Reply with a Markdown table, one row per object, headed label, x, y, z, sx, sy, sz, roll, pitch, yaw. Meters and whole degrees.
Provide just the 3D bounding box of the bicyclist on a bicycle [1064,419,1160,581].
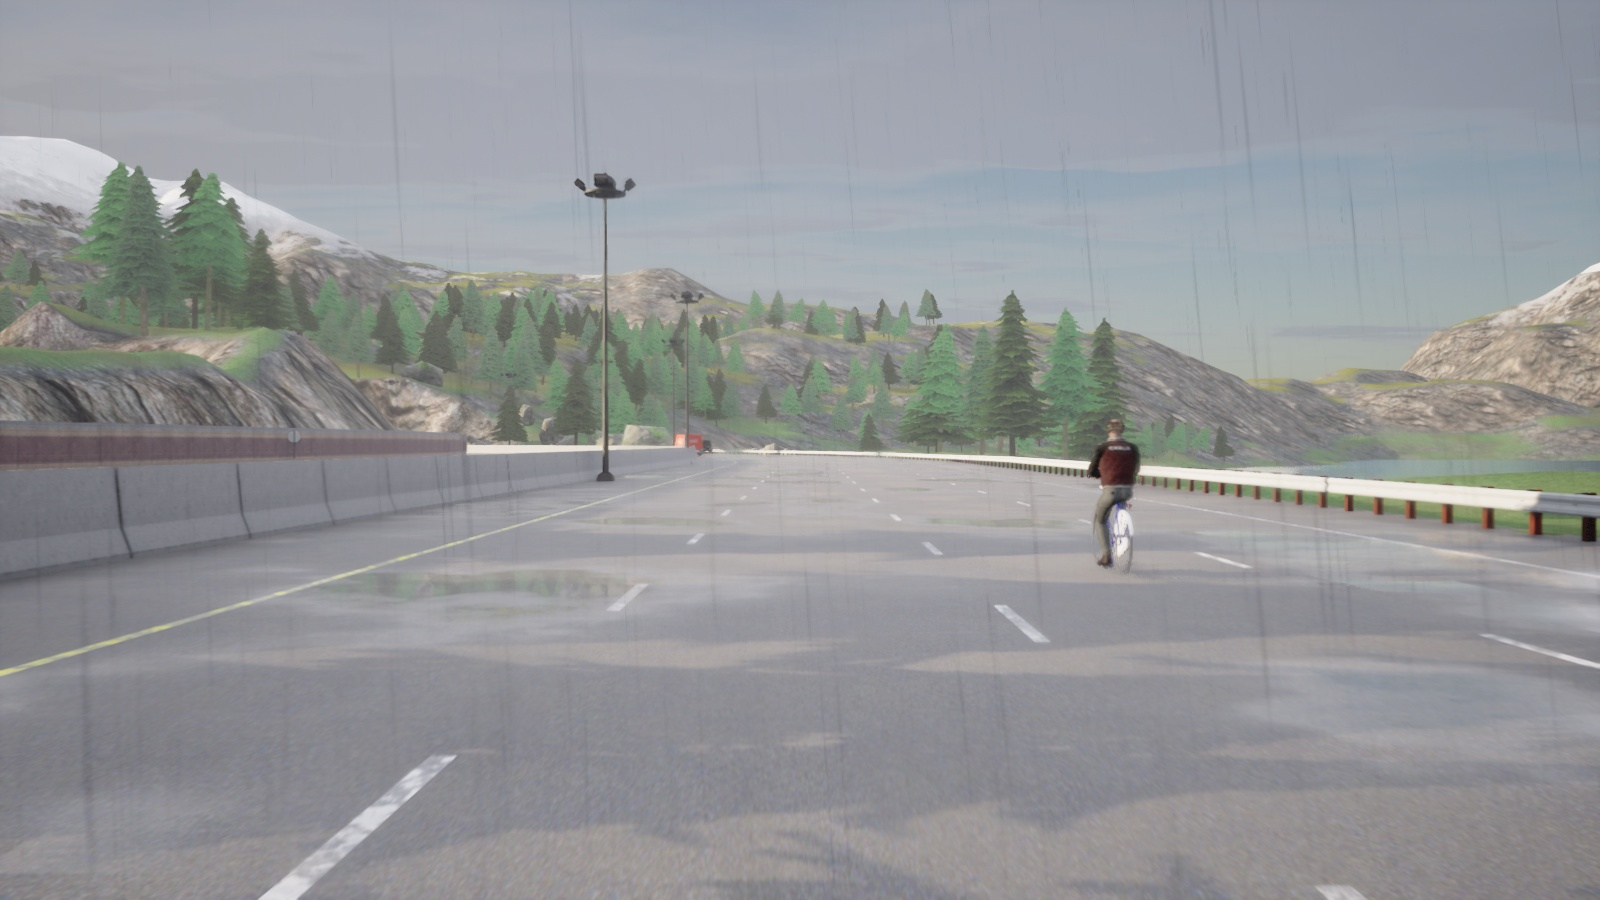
| label | x | y | z | sx | sy | sz | roll | pitch | yaw |
| --- | --- | --- | --- | --- | --- | --- | --- | --- | --- |
| bicyclist on a bicycle | 3.600 | 0.537 | 14.636 | 0.659 | 1.776 | 1.843 | 0 | 1 | 0 |
